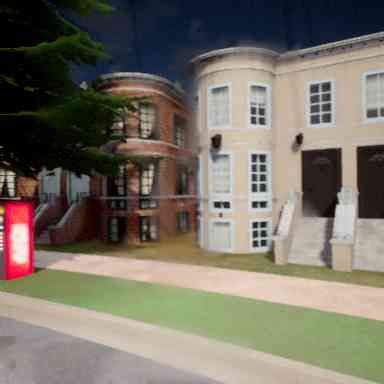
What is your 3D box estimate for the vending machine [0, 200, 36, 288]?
[{"bbox_3d":[-4.841,1.263,8.652,0.880,2.100,1.100,-1,0,25],"label":"vending machine"}]
